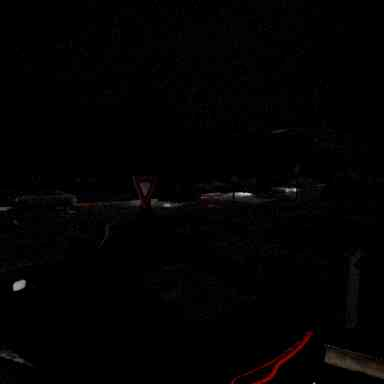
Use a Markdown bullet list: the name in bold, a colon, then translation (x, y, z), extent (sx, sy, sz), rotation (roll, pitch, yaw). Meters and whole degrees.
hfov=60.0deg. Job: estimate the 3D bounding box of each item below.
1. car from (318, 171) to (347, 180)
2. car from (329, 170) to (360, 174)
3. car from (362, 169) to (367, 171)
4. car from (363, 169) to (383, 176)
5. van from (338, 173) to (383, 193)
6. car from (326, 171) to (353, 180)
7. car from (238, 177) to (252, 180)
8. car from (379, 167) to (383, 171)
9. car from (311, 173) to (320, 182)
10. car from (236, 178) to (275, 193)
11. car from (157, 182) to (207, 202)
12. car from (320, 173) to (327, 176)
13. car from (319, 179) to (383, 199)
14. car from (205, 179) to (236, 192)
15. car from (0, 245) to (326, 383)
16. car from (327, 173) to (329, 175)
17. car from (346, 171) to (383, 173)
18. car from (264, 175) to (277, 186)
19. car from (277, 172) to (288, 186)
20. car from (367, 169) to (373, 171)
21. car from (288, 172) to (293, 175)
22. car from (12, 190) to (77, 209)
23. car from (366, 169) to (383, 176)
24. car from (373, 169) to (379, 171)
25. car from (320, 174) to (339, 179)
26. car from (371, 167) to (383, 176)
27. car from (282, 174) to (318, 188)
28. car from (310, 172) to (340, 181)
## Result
- **car**: translation (27.388, -3.150, 64.918), extent (4.892, 1.521, 2.231), rotation (0, 5, 29)
- **car**: translation (24.999, -2.371, 54.429), extent (4.553, 1.767, 2.097), rotation (-5, 6, -41)
- **car**: translation (34.088, -3.896, 70.594), extent (4.553, 1.767, 2.185), rotation (0, 5, 30)
- **car**: translation (42.993, -4.541, 78.200), extent (5.008, 1.535, 2.097), rotation (0, 4, 30)
- **van**: translation (17.688, -0.615, 33.884), extent (4.442, 1.987, 1.878), rotation (2, 6, 31)
- **car**: translation (29.614, -3.357, 66.816), extent (4.892, 1.521, 2.231), rotation (0, 5, 30)
- **car**: translation (5.179, -1.032, 45.752), extent (4.792, 1.488, 2.163), rotation (0, 4, 29)
- **car**: translation (40.768, -4.359, 76.300), extent (5.008, 1.535, 2.097), rotation (0, 5, 30)
- **car**: translation (18.656, -2.320, 57.204), extent (5.366, 1.575, 1.946), rotation (0, 4, 29)
- **car**: translation (7.950, -0.680, 41.321), extent (4.181, 1.385, 1.994), rotation (-5, 6, -40)
- **car**: translation (-1.263, 0.073, 33.424), extent (5.008, 1.535, 1.882), rotation (-5, 6, -41)
- **car**: translation (20.708, -2.527, 59.211), extent (5.008, 1.535, 2.097), rotation (0, 4, 29)
- **car**: translation (15.261, -0.184, 32.085), extent (5.008, 1.535, 2.097), rotation (2, 6, 31)
- **car**: translation (2.929, -0.811, 43.837), extent (4.674, 1.452, 2.002), rotation (0, 4, 29)
- **car**: translation (-0.962, 1.444, 4.286), extent (5.008, 1.535, 1.882), rotation (2, 1, 38)
- **car**: translation (22.962, -2.705, 61.099), extent (4.792, 1.488, 2.163), rotation (0, 4, 29)
- **car**: translation (19.885, -0.854, 35.831), extent (5.566, 2.045, 2.435), rotation (2, 6, 31)
- **car**: translation (9.573, -1.451, 49.631), extent (4.792, 1.488, 2.163), rotation (0, 5, 29)
- **car**: translation (11.845, -1.815, 51.515), extent (4.553, 1.767, 2.185), rotation (0, 5, 29)
- **car**: translation (36.300, -3.934, 72.527), extent (4.674, 1.452, 2.002), rotation (0, 4, 30)
- **car**: translation (14.046, -1.901, 53.472), extent (5.008, 1.535, 2.097), rotation (0, 4, 29)
- **car**: translation (-11.560, 0.543, 26.264), extent (4.674, 1.442, 1.812), rotation (0, 3, -24)
- **car**: translation (45.075, -4.725, 80.179), extent (5.366, 1.575, 1.946), rotation (1, 4, 30)
- **car**: translation (38.549, -4.293, 74.383), extent (4.553, 1.767, 2.185), rotation (0, 5, 30)
- **car**: translation (18.835, -1.021, 41.006), extent (1.882, 1.535, 5.008), rotation (-5, 5, -32)
- **car**: translation (47.438, -5.140, 81.971), extent (5.566, 2.045, 2.435), rotation (0, 4, 30)
- **car**: translation (15.333, -1.375, 47.205), extent (4.674, 1.442, 1.812), rotation (-5, 6, -36)
- **car**: translation (25.155, -2.943, 63.025), extent (5.008, 1.535, 2.097), rotation (0, 4, 29)
